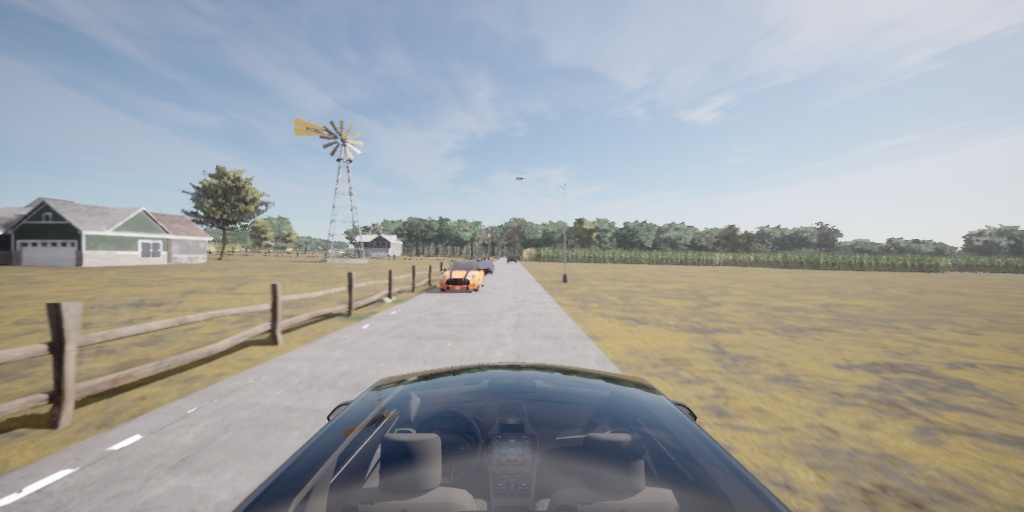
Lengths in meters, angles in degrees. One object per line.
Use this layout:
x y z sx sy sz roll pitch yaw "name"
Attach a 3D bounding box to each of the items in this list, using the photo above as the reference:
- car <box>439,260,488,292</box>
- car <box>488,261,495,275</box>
-2.779 1.057 20.680 2.097 1.767 4.553 0 0 0 "car"
-2.758 1.176 37.137 2.033 1.411 5.357 0 0 0 "car"
